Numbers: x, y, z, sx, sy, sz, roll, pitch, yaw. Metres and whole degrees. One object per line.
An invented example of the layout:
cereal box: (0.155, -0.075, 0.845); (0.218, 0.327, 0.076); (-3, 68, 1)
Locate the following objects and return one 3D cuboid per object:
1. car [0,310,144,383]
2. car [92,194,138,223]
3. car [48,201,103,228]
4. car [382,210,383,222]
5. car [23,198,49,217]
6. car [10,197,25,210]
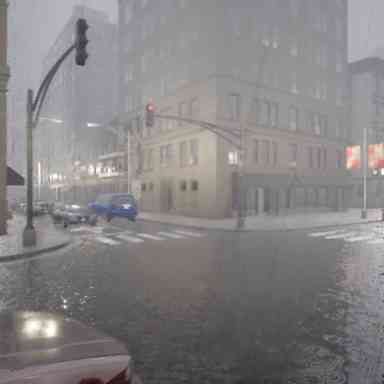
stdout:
car: (-2.926, 1.547, 1.948); (5.357, 1.411, 2.033); (0, 0, -44)
car: (-6.094, 1.152, 25.074); (2.150, 2.045, 5.566); (0, 0, -36)
car: (-7.727, 1.497, 21.759); (1.994, 1.385, 4.181); (0, 0, -36)
car: (14.961, 1.232, 22.338); (5.566, 2.045, 2.150); (0, 0, -37)
car: (-13.524, 1.457, 29.899); (1.994, 1.385, 4.181); (0, 0, -35)
car: (-21.246, 1.333, 40.757); (2.128, 1.511, 4.902); (0, 0, -35)
